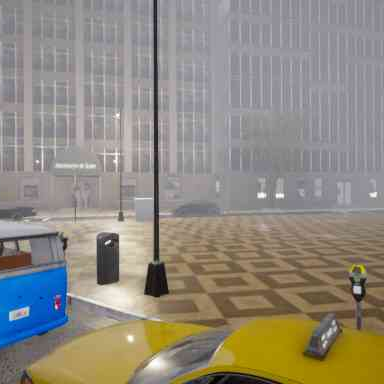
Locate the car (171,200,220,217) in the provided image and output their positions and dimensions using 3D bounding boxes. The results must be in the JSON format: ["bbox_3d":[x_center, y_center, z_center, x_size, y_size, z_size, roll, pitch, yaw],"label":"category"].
[{"bbox_3d":[0.287,1.352,28.881,4.181,1.385,1.994,0,0,-14],"label":"car"}]

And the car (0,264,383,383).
[{"bbox_3d":[0.627,1.525,2.279,4.829,1.417,1.752,0,0,35],"label":"car"}]

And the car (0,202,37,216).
[{"bbox_3d":[-14.344,1.452,24.507,5.357,1.411,2.033,0,0,-25],"label":"car"}]

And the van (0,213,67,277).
[{"bbox_3d":[-3.745,1.343,5.387,3.998,1.788,1.690,0,0,35],"label":"van"}]
